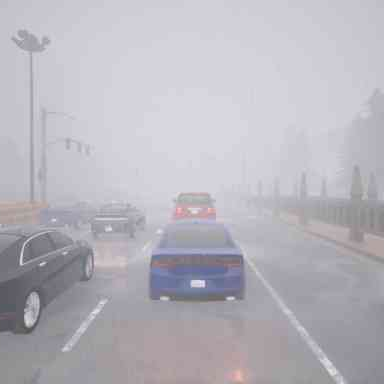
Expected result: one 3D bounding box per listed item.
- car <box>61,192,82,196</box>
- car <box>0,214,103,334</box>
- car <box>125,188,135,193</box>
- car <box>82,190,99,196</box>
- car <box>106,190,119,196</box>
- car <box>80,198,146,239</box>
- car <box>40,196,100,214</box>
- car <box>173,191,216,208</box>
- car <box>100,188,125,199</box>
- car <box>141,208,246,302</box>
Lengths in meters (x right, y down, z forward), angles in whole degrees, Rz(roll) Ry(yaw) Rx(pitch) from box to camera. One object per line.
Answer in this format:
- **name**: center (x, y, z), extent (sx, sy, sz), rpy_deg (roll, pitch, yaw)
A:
- **car**: center (-20.898, 0.699, 56.599), extent (1.812, 1.442, 4.674), rpy_deg (0, 1, 1)
- **car**: center (-3.400, 1.435, 6.591), extent (1.837, 1.490, 4.892), rpy_deg (0, 1, 0)
- **car**: center (-13.778, 0.216, 68.663), extent (2.150, 2.045, 5.566), rpy_deg (0, 1, 0)
- **car**: center (-20.787, 0.379, 66.252), extent (2.097, 1.767, 4.553), rpy_deg (0, 1, 0)
- **car**: center (-20.708, 0.252, 87.081), extent (2.033, 1.411, 5.357), rpy_deg (0, 1, 0)
- **car**: center (-3.377, 1.280, 15.964), extent (2.128, 1.511, 4.902), rpy_deg (0, 1, 0)
- **car**: center (-6.867, 1.219, 19.047), extent (1.882, 1.535, 5.008), rpy_deg (0, 1, 0)
- **car**: center (0.125, 0.978, 18.047), extent (2.150, 2.045, 5.566), rpy_deg (0, 1, 0)
- **car**: center (-13.895, 0.369, 58.341), extent (2.150, 2.045, 5.566), rpy_deg (0, 1, 0)
- **car**: center (0.102, 1.384, 8.177), extent (1.882, 1.535, 5.008), rpy_deg (0, 1, 0)
